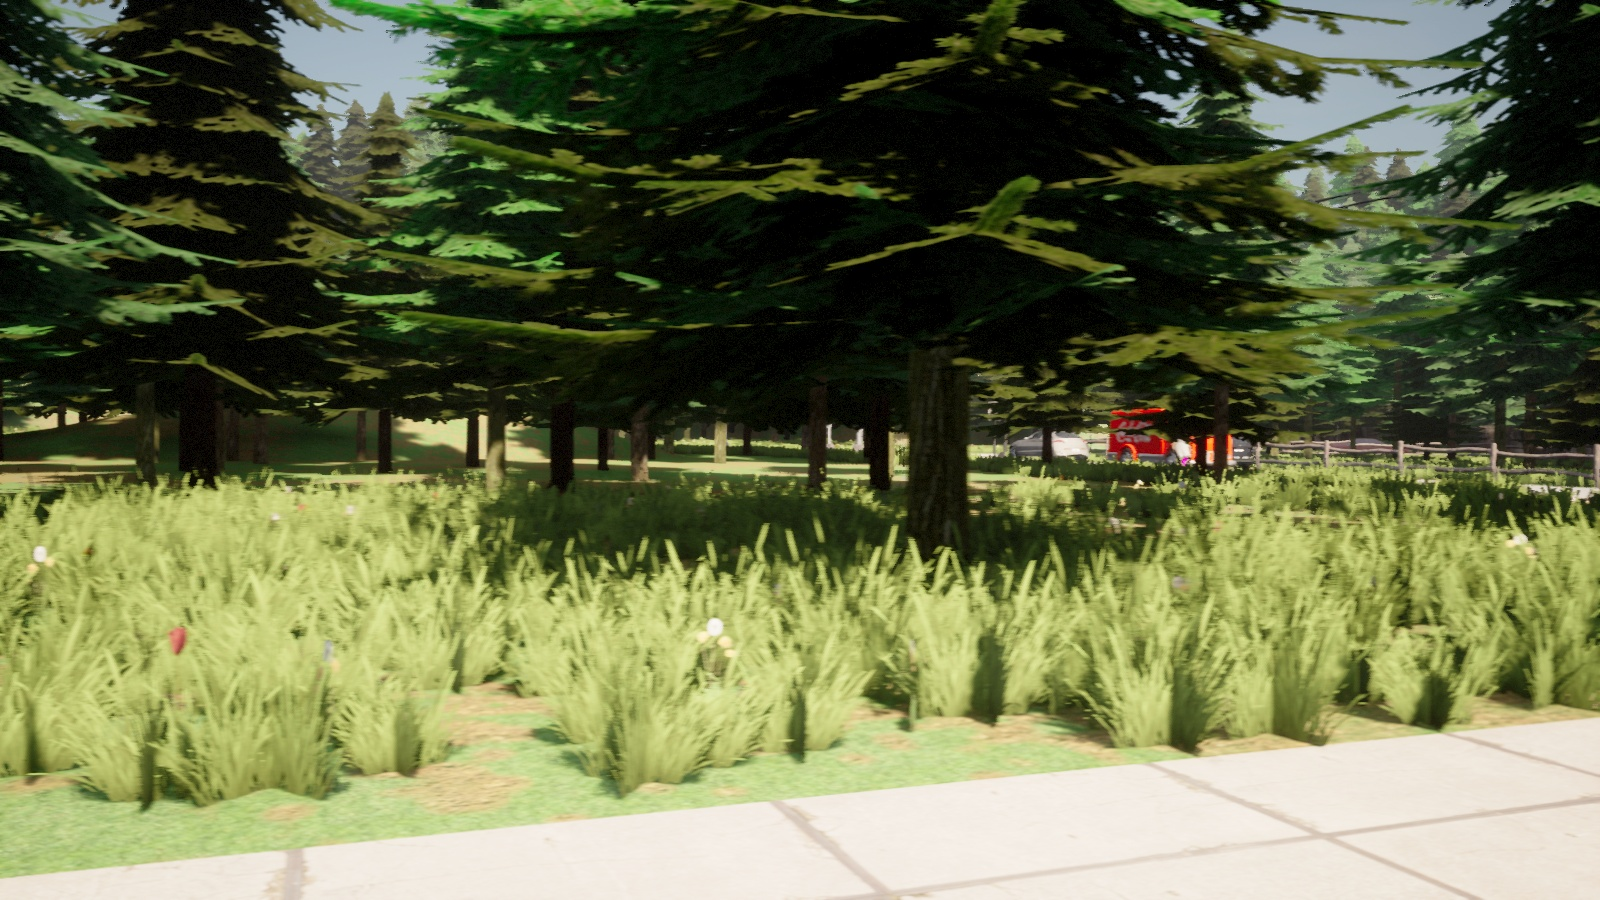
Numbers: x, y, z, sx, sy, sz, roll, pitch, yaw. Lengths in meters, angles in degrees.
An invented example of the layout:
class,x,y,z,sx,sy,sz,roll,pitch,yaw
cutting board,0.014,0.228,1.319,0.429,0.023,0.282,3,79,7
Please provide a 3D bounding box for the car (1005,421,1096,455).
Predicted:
class,x,y,z,sx,sy,sz,roll,pitch,yaw
car,12.504,-0.611,63.032,2.152,1.651,5.027,-1,1,-20

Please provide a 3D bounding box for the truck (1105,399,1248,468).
class,x,y,z,sx,sy,sz,roll,pitch,yaw
truck,14.217,-0.647,47.821,2.627,2.467,5.204,-1,1,-20

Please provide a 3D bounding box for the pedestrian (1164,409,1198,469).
class,x,y,z,sx,sy,sz,roll,pitch,yaw
pedestrian,12.462,-0.370,41.074,0.659,1.952,0.873,-1,1,-24

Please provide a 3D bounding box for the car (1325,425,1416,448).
class,x,y,z,sx,sy,sz,roll,pitch,yaw
car,37.225,-0.891,81.998,5.357,1.411,2.033,0,1,25

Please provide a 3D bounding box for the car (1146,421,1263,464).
class,x,y,z,sx,sy,sz,roll,pitch,yaw
car,16.561,-0.319,51.689,2.033,1.649,4.856,-1,1,-20
